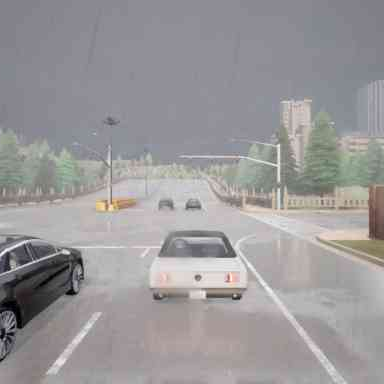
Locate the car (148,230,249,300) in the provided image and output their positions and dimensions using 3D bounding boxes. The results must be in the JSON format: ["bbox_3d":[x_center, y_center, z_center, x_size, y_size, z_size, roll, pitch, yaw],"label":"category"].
[{"bbox_3d":[0.114,1.601,8.331,1.895,1.301,4.718,0,0,0],"label":"car"}]

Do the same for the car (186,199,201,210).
[{"bbox_3d":[0.180,1.564,43.872,1.994,1.385,4.181,0,0,0],"label":"car"}]

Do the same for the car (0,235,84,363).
[{"bbox_3d":[-3.389,1.492,5.796,2.128,1.511,4.902,0,0,0],"label":"car"}]

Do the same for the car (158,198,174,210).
[{"bbox_3d":[-3.322,1.505,43.712,1.837,1.490,4.892,0,0,0],"label":"car"}]
